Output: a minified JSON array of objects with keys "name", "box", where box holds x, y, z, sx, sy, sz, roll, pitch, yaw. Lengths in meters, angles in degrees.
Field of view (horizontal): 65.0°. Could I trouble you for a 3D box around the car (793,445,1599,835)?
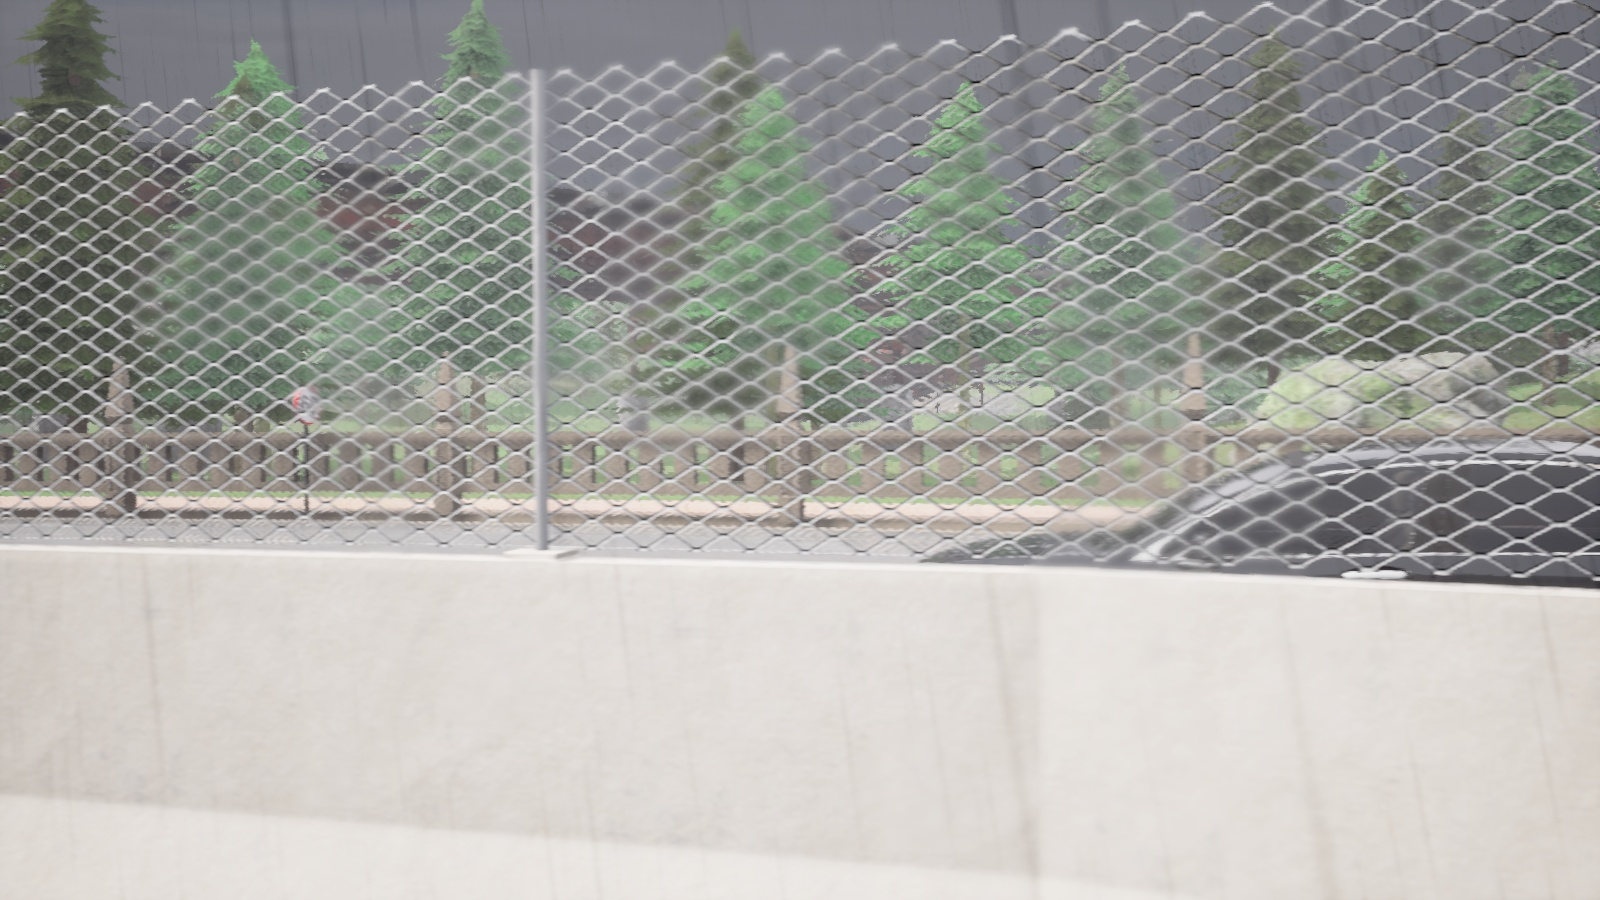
[{"name":"car","box":[2.584,0.741,6.050,4.892,1.490,1.837,0,1,20]}]
